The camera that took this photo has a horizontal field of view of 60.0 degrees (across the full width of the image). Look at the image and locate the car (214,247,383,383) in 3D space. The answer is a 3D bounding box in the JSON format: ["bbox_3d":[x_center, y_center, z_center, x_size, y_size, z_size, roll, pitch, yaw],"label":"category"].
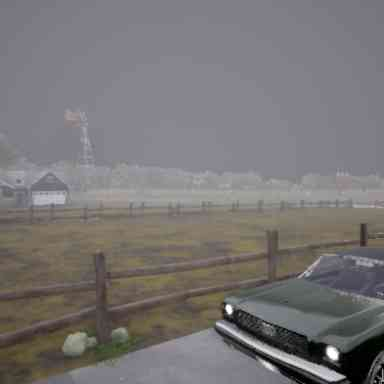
[{"bbox_3d":[2.638,1.601,4.953,4.718,1.301,1.895,0,0,-35],"label":"car"}]
